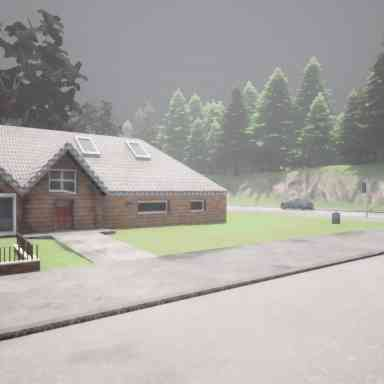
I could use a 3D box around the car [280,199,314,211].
[{"bbox_3d":[13.136,1.564,41.804,1.994,1.385,4.181,0,0,-35],"label":"car"}]
